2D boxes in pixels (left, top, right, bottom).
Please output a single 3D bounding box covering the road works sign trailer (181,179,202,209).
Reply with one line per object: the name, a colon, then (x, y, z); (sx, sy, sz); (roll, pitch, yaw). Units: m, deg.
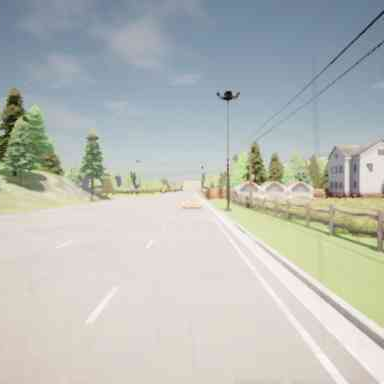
road works sign trailer: (-0.025, 0.235, 40.149); (2.380, 3.560, 2.880); (0, 0, 0)
